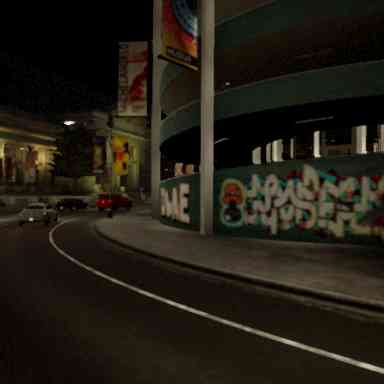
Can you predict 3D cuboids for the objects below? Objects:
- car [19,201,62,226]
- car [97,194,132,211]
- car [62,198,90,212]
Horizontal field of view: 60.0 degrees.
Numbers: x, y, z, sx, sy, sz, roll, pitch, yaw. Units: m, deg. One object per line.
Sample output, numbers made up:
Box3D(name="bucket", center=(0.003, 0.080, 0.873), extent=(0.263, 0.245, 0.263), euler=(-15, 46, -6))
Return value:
Box3D(name="car", center=(-10.673, 1.513, 23.292), extent=(1.812, 1.442, 4.674), euler=(0, 0, -13))
Box3D(name="car", center=(-9.397, 1.263, 40.795), extent=(2.150, 2.045, 5.566), euler=(0, 0, 18))
Box3D(name="car", center=(-13.662, 1.509, 38.555), extent=(1.837, 1.490, 4.892), euler=(0, -1, 13))
